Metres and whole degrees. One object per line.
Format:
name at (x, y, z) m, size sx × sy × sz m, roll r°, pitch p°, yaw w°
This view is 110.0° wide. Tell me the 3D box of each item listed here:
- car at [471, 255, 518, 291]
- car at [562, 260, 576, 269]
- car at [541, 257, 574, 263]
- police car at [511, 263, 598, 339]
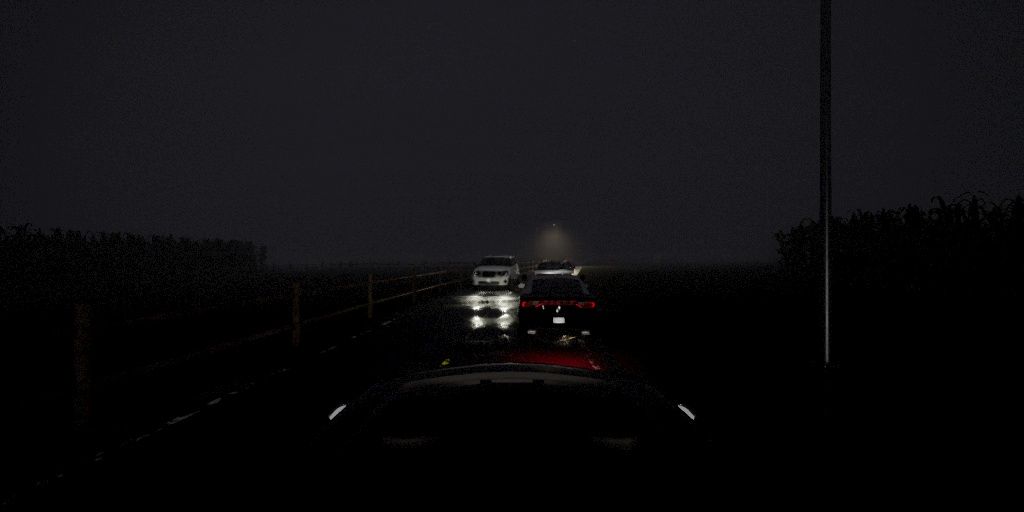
car at (-0.873, 0.958, 22.269) m, size 2.150 × 2.045 × 5.566 m, roll 0°, pitch 0°, yaw 9°
car at (8.865, 1.293, 55.700) m, size 1.895 × 1.301 × 4.718 m, roll 0°, pitch 0°, yaw 12°
car at (2.259, 1.089, 19.908) m, size 2.097 × 1.767 × 4.553 m, roll 0°, pitch 0°, yaw 8°
police car at (1.198, 1.173, 10.259) m, size 1.930 × 1.638 × 5.238 m, roll 0°, pitch 0°, yaw 4°
